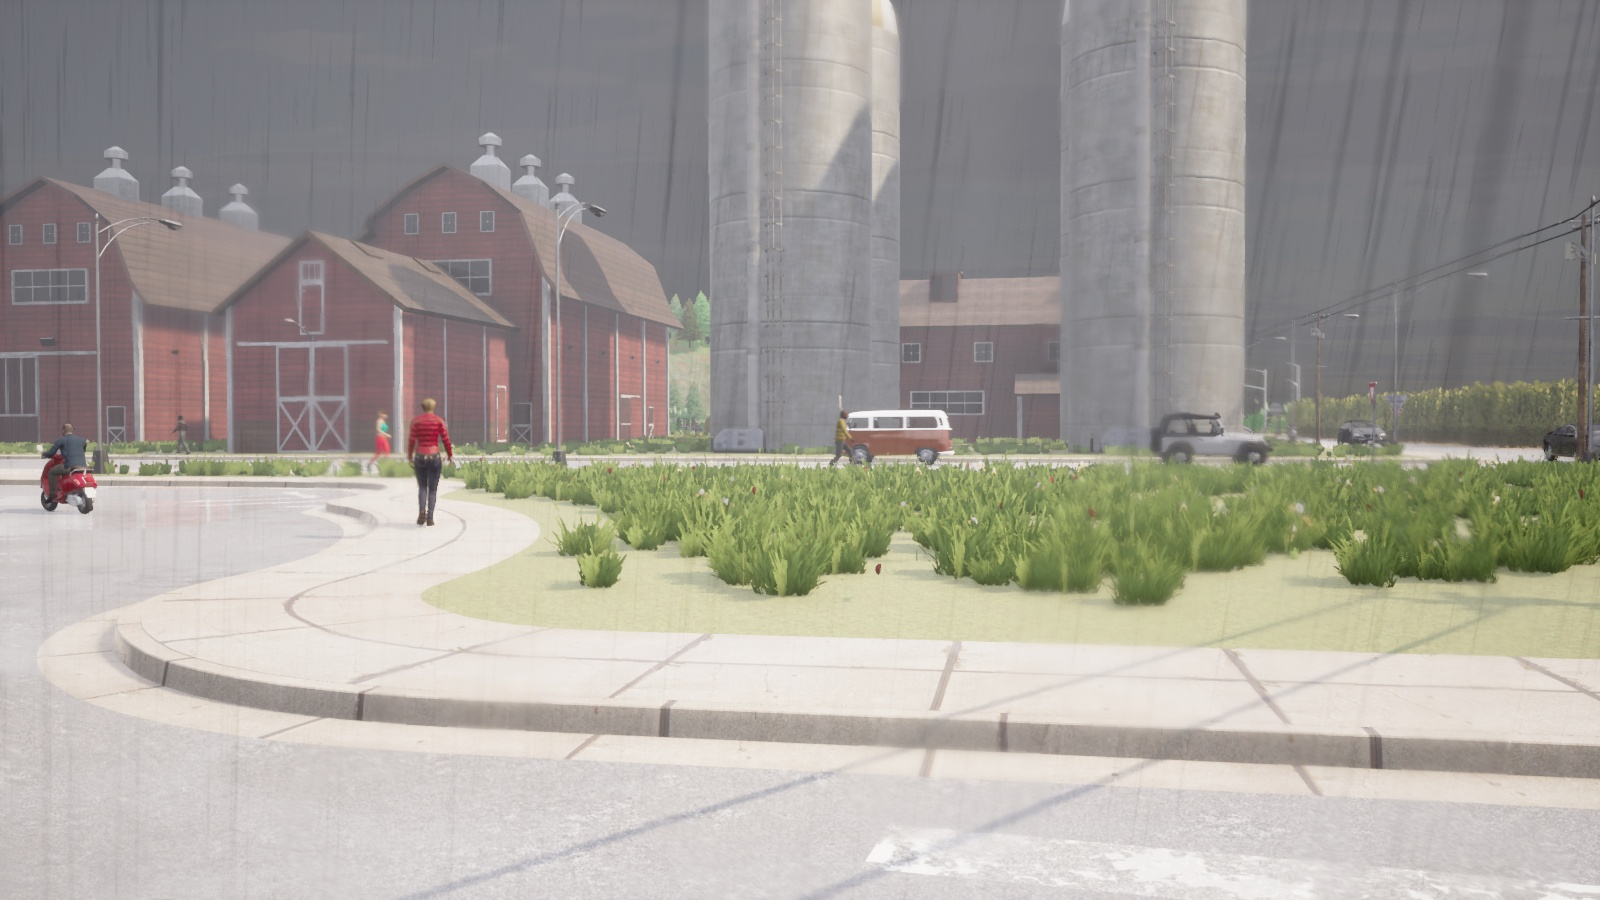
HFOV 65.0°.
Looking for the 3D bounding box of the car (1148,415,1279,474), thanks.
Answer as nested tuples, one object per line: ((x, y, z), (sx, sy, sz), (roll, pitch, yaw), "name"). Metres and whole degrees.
((13.678, -0.203, 41.739), (3.866, 1.878, 1.905), (1, 1, 10), "car")

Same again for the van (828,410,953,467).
((3.425, -0.445, 47.030), (4.480, 2.038, 2.069), (1, 1, 10), "van")

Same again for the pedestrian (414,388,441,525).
((-5.119, 0.082, 17.290), (0.331, 1.846, 0.636), (0, 1, -14), "pedestrian")

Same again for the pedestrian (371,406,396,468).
((-12.302, -0.384, 37.117), (0.594, 1.836, 0.345), (0, 1, 7), "pedestrian")

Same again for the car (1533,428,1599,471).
((29.397, -0.064, 46.695), (2.128, 1.511, 4.902), (1, 1, 10), "car")

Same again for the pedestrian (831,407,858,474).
((1.238, -0.265, 34.967), (0.726, 1.835, 0.370), (0, 1, 3), "pedestrian")

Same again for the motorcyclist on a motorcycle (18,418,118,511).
((-13.023, 0.229, 22.324), (1.817, 1.590, 0.866), (1, 2, 36), "motorcyclist on a motorcycle")

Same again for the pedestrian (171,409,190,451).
((-28.426, -0.917, 57.663), (0.666, 1.930, 0.402), (0, 1, 0), "pedestrian")

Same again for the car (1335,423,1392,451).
((35.404, -0.844, 79.079), (2.242, 1.667, 4.611), (1, 1, 11), "car")
